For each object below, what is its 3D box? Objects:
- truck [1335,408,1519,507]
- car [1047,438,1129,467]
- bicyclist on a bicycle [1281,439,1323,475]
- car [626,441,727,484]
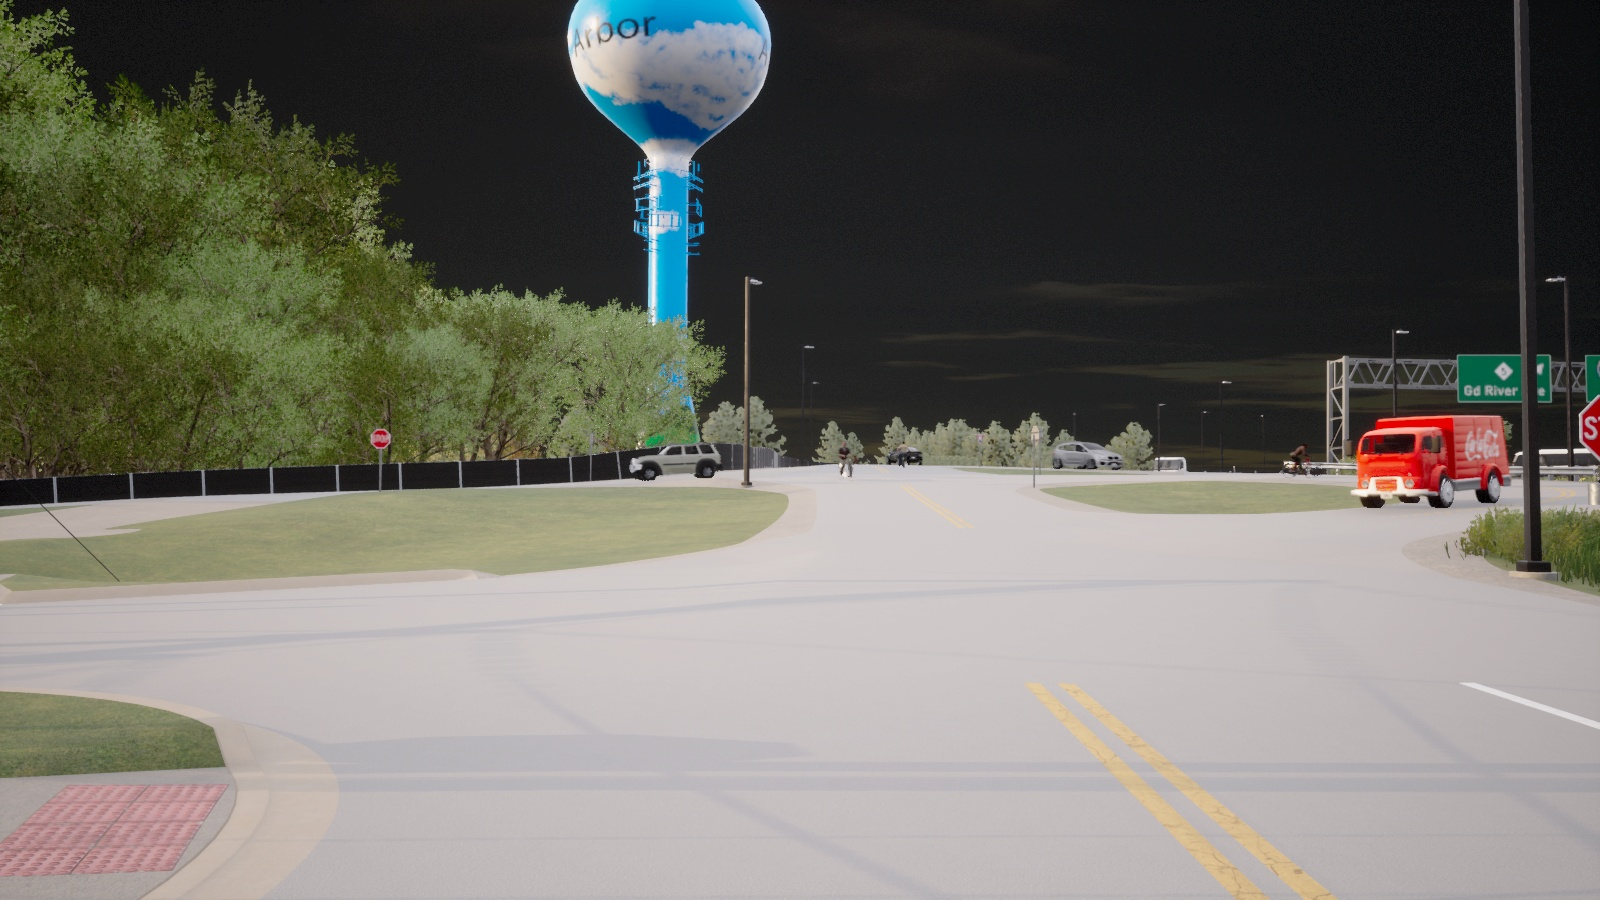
[{"bbox_3d":[17.409,0.174,34.775,5.204,2.467,2.627,-2,-1,-41],"label":"truck"},{"bbox_3d":[17.221,0.156,75.200,2.242,1.667,4.611,1,0,-30],"label":"car"},{"bbox_3d":[22.760,0.310,56.935,1.656,1.620,0.582,0,1,5],"label":"bicyclist on a bicycle"},{"bbox_3d":[-6.110,0.628,62.042,4.605,1.855,1.932,-3,-2,-15],"label":"car"}]
